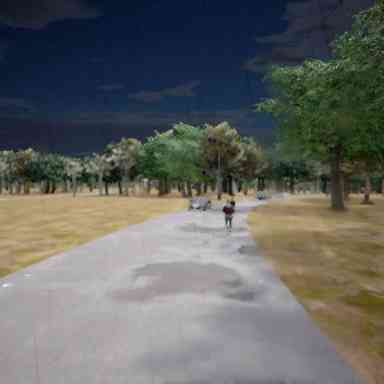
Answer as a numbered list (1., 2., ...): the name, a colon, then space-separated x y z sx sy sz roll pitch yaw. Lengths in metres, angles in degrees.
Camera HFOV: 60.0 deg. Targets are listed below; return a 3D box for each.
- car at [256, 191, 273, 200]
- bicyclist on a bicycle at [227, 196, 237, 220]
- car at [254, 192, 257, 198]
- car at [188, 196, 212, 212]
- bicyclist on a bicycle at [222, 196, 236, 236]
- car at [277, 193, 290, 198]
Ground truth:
1. car: 14.560 0.946 65.328 1.895 1.301 4.718 1 1 25
2. bicyclist on a bicycle: 3.076 1.182 25.579 0.659 1.776 1.843 1 1 10
3. car: 15.358 0.483 74.046 2.097 1.767 4.553 1 1 26
4. car: 0.879 1.188 34.579 2.128 1.511 4.902 1 1 13
5. bicyclist on a bicycle: 1.845 1.258 16.814 0.659 1.776 1.843 0 1 6
6. car: 21.929 0.778 79.674 1.895 1.301 4.718 1 1 32
